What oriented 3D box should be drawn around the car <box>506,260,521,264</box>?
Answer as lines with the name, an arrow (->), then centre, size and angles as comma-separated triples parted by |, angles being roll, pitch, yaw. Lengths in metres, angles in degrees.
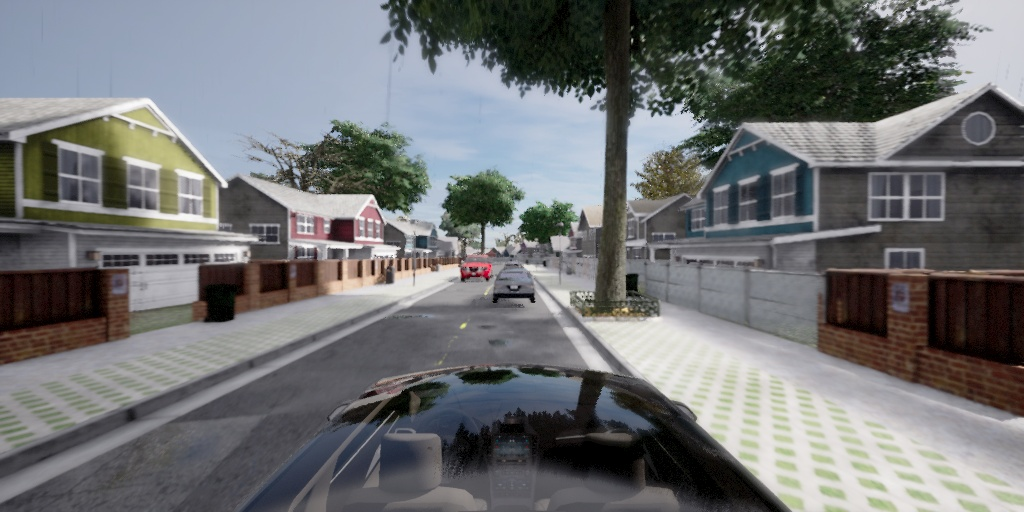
car -> 0.102, 1.182, 36.088 | 2.128, 1.511, 4.902 | 0, 0, 0

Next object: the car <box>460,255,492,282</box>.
car -> -2.746, 0.918, 28.496 | 2.150, 2.045, 5.566 | 0, 0, 0

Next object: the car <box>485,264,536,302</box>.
car -> 0.089, 1.263, 16.569 | 2.033, 1.411, 5.357 | 0, 0, 0
